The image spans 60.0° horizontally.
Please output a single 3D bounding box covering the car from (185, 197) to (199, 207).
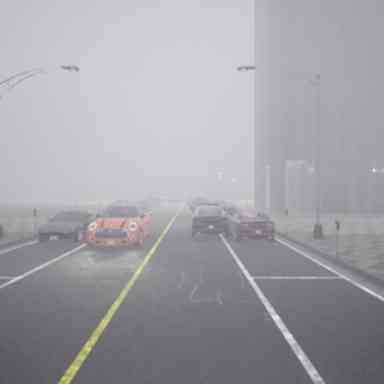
[{"bbox_3d":[-0.024,1.474,52.306,2.033,1.411,5.357,0,0,0],"label":"car"}]

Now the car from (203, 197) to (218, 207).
[{"bbox_3d":[2.738,1.482,49.914,2.008,1.369,4.403,0,0,0],"label":"car"}]

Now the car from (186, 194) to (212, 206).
[{"bbox_3d":[0.733,1.311,33.775,2.097,1.767,4.553,0,0,0],"label":"car"}]

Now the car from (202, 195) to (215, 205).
[{"bbox_3d":[2.735,1.360,55.555,1.967,1.590,4.097,0,0,0],"label":"car"}]

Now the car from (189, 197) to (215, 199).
[{"bbox_3d":[0.824,1.473,27.805,1.837,1.490,4.892,0,0,0],"label":"car"}]

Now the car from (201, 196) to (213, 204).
[{"bbox_3d":[2.733,1.460,61.196,2.008,1.369,4.403,0,0,0],"label":"car"}]

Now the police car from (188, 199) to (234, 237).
[{"bbox_3d":[0.879,1.407,17.914,1.930,1.638,5.238,0,0,0],"label":"police car"}]

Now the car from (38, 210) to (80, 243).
[{"bbox_3d":[-5.773,1.549,16.063,1.947,1.339,4.313,0,0,0],"label":"car"}]

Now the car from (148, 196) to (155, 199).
[{"bbox_3d":[-5.783,1.517,38.628,1.947,1.339,4.313,0,0,0],"label":"car"}]

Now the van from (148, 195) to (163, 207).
[{"bbox_3d":[-5.788,1.273,49.909,1.690,1.788,3.998,0,0,0],"label":"van"}]

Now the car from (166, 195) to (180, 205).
[{"bbox_3d":[-3.026,1.335,57.295,1.837,1.490,4.892,0,0,0],"label":"car"}]

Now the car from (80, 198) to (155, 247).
[{"bbox_3d":[-3.106,1.336,14.940,2.097,1.767,4.553,0,0,0],"label":"car"}]

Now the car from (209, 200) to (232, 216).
[{"bbox_3d":[2.745,1.526,32.992,1.947,1.339,4.313,0,0,0],"label":"car"}]

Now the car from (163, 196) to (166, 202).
[{"bbox_3d":[-5.795,1.448,66.832,2.008,1.369,4.403,0,0,0],"label":"car"}]

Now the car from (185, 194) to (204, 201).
[{"bbox_3d":[0.533,1.177,74.350,1.882,1.535,5.008,0,0,32],"label":"car"}]

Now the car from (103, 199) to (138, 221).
[{"bbox_3d":[-5.778,1.409,27.345,1.967,1.590,4.097,0,0,0],"label":"car"}]

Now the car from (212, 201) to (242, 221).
[{"bbox_3d":[2.748,1.519,27.351,2.008,1.369,4.403,0,0,0],"label":"car"}]

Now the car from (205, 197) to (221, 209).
[{"bbox_3d":[2.740,1.467,44.443,1.752,1.417,4.829,0,0,0],"label":"car"}]

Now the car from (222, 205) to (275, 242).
[{"bbox_3d":[2.752,1.527,16.070,1.887,1.381,4.507,0,0,0],"label":"car"}]
